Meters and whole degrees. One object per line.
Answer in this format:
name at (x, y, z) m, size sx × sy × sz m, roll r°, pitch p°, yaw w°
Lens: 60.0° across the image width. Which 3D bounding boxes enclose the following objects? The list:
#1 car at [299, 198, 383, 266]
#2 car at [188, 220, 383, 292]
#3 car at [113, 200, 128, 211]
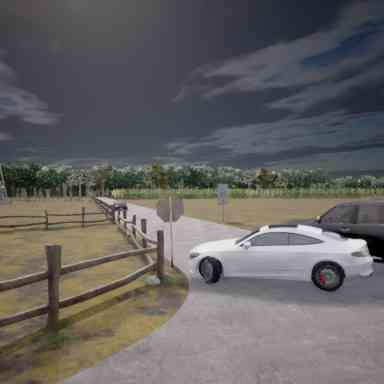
car at (5.101, 1.223, 9.781) m, size 2.150 × 2.045 × 5.566 m, roll -2°, pitch 0°, yaw -39°
car at (2.186, 1.613, 8.905) m, size 4.674 × 1.442 × 1.812 m, roll -2°, pitch 0°, yaw 19°
car at (-10.749, 1.976, 49.474) m, size 2.033 × 1.411 × 5.357 m, roll -2°, pitch 0°, yaw -18°
